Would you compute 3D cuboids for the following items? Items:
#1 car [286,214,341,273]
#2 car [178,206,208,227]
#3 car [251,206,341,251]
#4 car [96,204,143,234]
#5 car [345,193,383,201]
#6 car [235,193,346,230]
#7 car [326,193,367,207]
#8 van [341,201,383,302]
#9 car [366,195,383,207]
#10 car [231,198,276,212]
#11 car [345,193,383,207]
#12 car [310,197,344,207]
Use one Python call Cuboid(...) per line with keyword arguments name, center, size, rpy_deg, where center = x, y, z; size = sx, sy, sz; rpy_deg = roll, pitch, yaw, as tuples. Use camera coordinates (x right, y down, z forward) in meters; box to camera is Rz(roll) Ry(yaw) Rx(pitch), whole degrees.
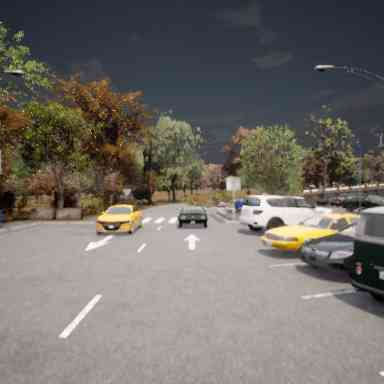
Cuboid(name="car", center=(5.376, 1.524, 9.582), size=(4.674, 1.452, 2.002), rpy_deg=(1, 0, -20))
Cuboid(name="car", center=(0.041, 1.597, 22.684), size=(1.895, 1.301, 4.718), rpy_deg=(0, 0, -1))
Cuboid(name="car", center=(5.192, 1.478, 12.523), size=(5.366, 1.575, 1.946), rpy_deg=(1, 0, -20))
Cuboid(name="car", center=(-4.050, 1.485, 19.205), size=(1.882, 1.535, 5.008), rpy_deg=(0, 0, 0))
Cuboid(name="car", center=(18.334, 1.238, 34.616), size=(2.435, 2.045, 5.566), rpy_deg=(0, 1, -21))
Cuboid(name="car", center=(5.377, 1.231, 18.616), size=(5.566, 2.045, 2.435), rpy_deg=(1, 0, -20))
Cuboid(name="car", center=(23.946, 1.243, 51.762), size=(2.435, 2.045, 5.566), rpy_deg=(0, -1, -21))
Cuboid(name="van", center=(5.484, 1.260, 6.624), size=(4.442, 1.987, 1.878), rpy_deg=(1, 0, -20))
Cuboid(name="car", center=(30.002, 1.372, 51.931), size=(2.185, 1.767, 4.553), rpy_deg=(1, -1, -22))
Cuboid(name="car", center=(7.285, 1.475, 39.522), size=(5.008, 1.535, 1.882), rpy_deg=(0, -1, -18))
Cuboid(name="car", center=(27.006, 1.244, 51.801), size=(2.435, 2.045, 5.566), rpy_deg=(1, -1, -22))
Cuboid(name="car", center=(20.923, 1.522, 51.678), size=(2.163, 1.488, 4.792), rpy_deg=(0, -1, -21))
